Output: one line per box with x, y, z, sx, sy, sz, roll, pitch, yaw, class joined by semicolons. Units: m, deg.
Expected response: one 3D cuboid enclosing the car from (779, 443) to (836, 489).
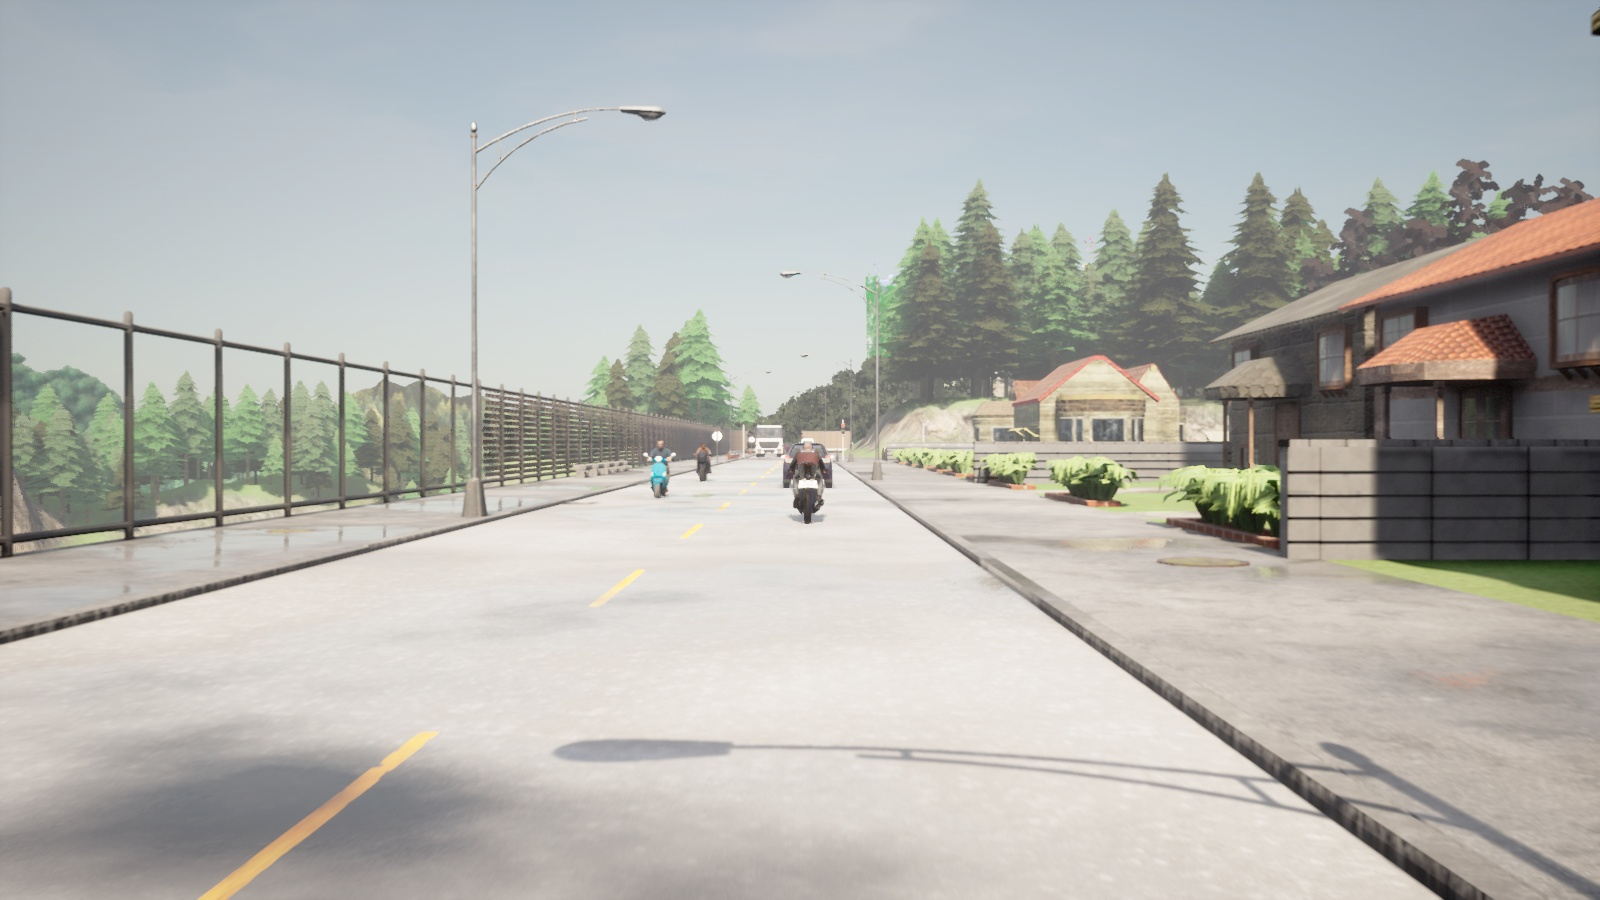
0.259;0.519;42.846;1.845;1.501;3.633;0;0;0;car

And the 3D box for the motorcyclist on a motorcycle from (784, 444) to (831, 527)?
0.153;0.645;24.258;0.866;1.530;2.191;0;0;0;motorcyclist on a motorcycle

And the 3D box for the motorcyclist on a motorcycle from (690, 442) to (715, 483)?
-3.711;0.455;48.072;0.797;1.523;2.044;0;0;0;motorcyclist on a motorcycle

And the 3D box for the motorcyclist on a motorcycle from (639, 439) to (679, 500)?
-3.792;0.505;33.955;0.866;1.590;1.817;0;0;0;motorcyclist on a motorcycle
